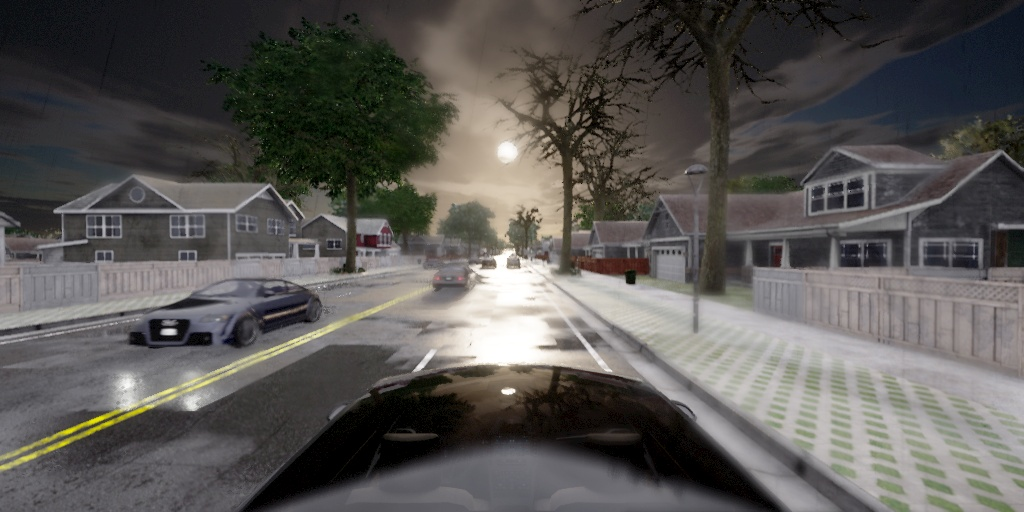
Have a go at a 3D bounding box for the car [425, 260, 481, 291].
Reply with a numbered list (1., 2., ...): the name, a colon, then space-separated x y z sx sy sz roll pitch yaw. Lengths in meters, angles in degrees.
1. car: -3.111 1.147 20.227 2.033 1.411 5.357 0 0 0

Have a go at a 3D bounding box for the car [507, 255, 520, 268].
1. car: 0.198 0.866 49.769 2.128 1.511 4.902 0 0 0

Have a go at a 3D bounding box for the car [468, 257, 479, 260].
1. car: -6.399 0.829 61.927 2.033 1.411 5.357 0 0 0

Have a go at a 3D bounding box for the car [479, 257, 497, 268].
1. car: -3.054 0.859 48.930 1.882 1.535 5.008 0 0 0

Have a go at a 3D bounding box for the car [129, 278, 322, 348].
1. car: -6.585 1.255 8.874 1.994 1.385 4.181 0 0 0

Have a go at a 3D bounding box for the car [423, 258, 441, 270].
1. car: -9.754 0.976 44.812 1.994 1.385 4.181 0 0 0
